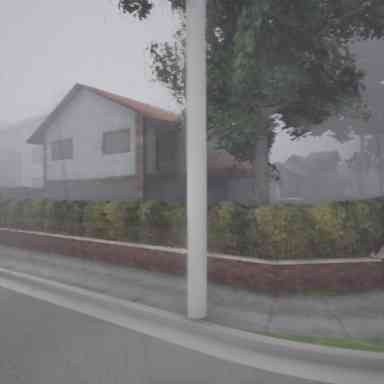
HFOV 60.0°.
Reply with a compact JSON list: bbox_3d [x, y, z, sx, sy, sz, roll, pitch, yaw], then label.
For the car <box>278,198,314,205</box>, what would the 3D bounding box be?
[{"bbox_3d":[8.324,1.210,26.090,3.806,1.475,1.970,0,0,36],"label":"car"}]
